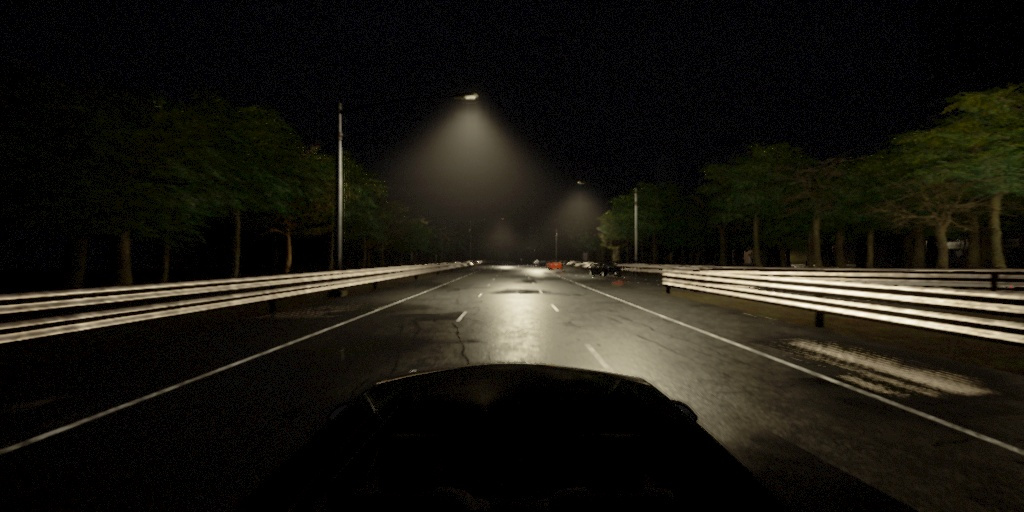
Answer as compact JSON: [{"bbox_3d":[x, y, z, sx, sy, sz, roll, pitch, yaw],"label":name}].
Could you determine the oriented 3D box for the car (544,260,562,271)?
[{"bbox_3d":[6.987,1.425,59.145,2.097,1.767,4.553,0,0,-1],"label":"car"}]

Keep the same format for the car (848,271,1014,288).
[{"bbox_3d":[18.111,1.327,15.928,1.895,1.301,4.718,0,-2,-27],"label":"car"}]

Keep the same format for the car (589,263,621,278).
[{"bbox_3d":[9.905,1.481,38.436,1.837,1.490,4.892,-1,0,-12],"label":"car"}]
